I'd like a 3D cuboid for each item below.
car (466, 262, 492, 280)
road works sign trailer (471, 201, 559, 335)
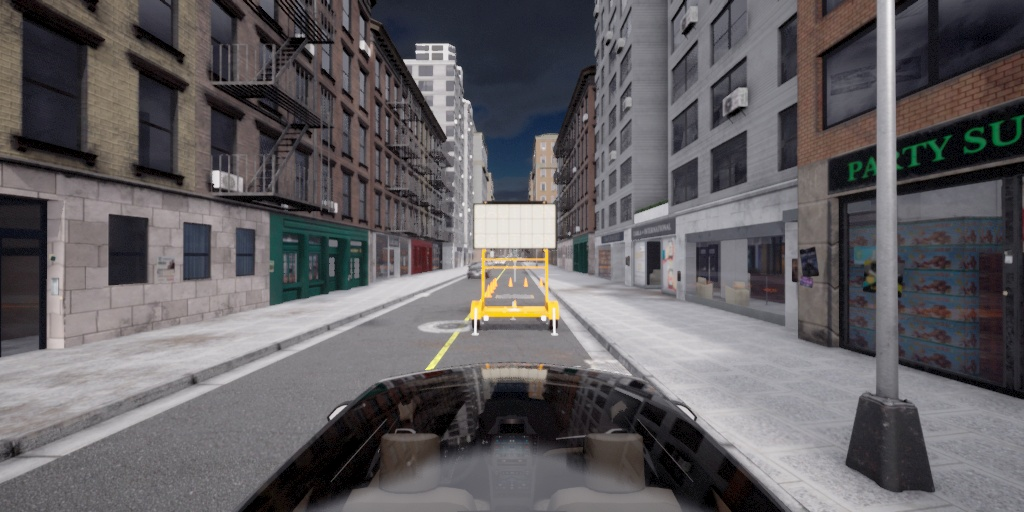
[{"bbox_3d":[-2.853,1.263,31.842,1.812,1.442,4.674,0,0,0],"label":"car"},{"bbox_3d":[0.085,0.212,10.442,2.380,3.560,2.880,0,0,1],"label":"road works sign trailer"}]
